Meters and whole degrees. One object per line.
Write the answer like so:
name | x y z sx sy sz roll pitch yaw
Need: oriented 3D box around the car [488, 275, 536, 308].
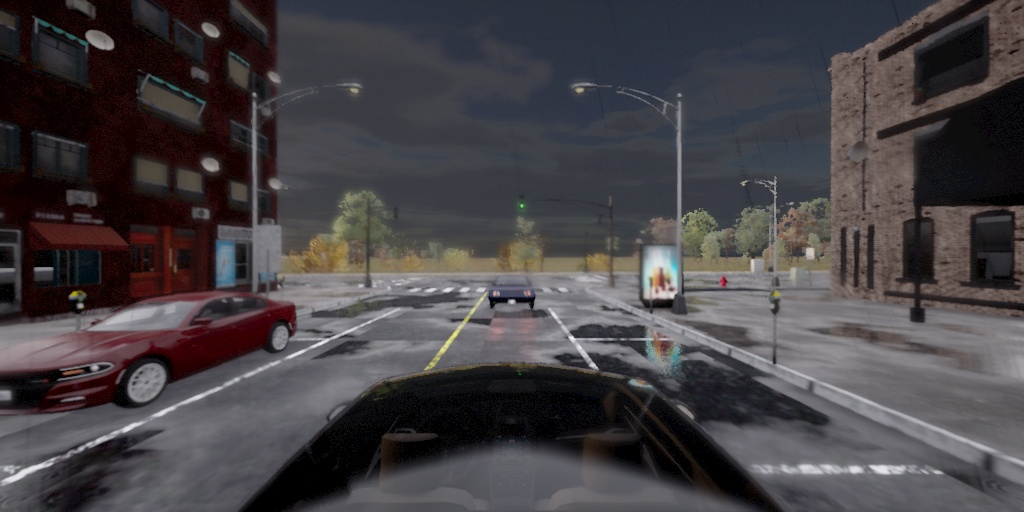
car | 0.003 1.481 15.950 1.895 1.301 4.718 0 0 0

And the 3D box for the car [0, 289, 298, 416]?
car | -5.691 1.336 6.244 1.888 1.381 4.507 0 0 0
